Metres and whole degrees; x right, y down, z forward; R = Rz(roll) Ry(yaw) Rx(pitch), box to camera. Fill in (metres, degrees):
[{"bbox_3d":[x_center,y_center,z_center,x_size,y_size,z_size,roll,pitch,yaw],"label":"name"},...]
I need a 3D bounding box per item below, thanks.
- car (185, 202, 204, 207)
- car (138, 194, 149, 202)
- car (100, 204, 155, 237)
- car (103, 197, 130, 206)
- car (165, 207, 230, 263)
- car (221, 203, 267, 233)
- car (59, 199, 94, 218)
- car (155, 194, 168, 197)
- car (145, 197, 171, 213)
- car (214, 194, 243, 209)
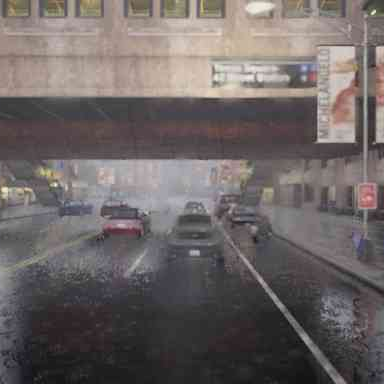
[{"bbox_3d":[0.209,1.536,27.967,2.033,1.411,5.357,0,0,0],"label":"car"},{"bbox_3d":[-10.405,1.185,72.155,2.097,1.767,4.553,0,0,0],"label":"car"},{"bbox_3d":[-3.358,1.557,17.858,1.994,1.385,4.181,0,0,0],"label":"car"},{"bbox_3d":[-6.977,1.465,30.457,1.882,1.535,5.008,0,0,0],"label":"car"},{"bbox_3d":[0.096,1.501,11.967,1.837,1.490,4.892,0,0,0],"label":"car"},{"bbox_3d":[3.222,1.586,21.476,1.895,1.301,4.718,0,0,0],"label":"car"},{"bbox_3d":[-10.476,1.465,30.454,1.882,1.535,5.008,0,0,0],"label":"car"},{"bbox_3d":[-6.905,1.185,72.157,2.097,1.767,4.553,0,0,0],"label":"car"},{"bbox_3d":[-3.297,1.512,33.887,1.812,1.442,4.674,0,0,0],"label":"car"},{"bbox_3d":[3.175,1.217,28.872,2.435,2.045,5.566,0,0,0],"label":"car"}]
